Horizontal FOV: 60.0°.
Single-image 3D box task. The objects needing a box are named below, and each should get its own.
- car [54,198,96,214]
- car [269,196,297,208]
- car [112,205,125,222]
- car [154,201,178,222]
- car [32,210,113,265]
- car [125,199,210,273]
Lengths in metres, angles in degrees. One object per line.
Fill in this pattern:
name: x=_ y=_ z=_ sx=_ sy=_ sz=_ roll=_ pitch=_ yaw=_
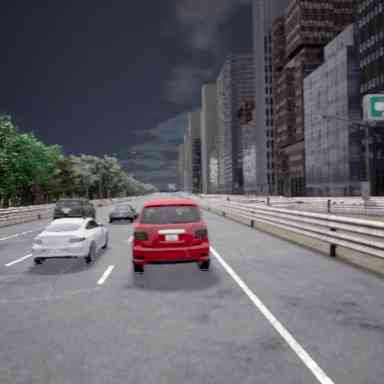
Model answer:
car: x=-9.067 y=1.512 z=26.075 sx=2.150 sy=2.045 sz=5.566 roll=-2 pitch=0 yaw=-5
car: x=12.554 y=1.379 z=46.695 sx=2.128 sy=1.511 sz=4.902 roll=-2 pitch=0 yaw=-23
car: x=-5.706 y=1.770 z=27.924 sx=1.994 sy=1.385 sz=4.181 roll=-2 pitch=0 yaw=-5
car: x=-2.300 y=1.596 z=29.095 sx=1.882 sy=1.535 sz=5.008 roll=-2 pitch=0 yaw=-5
car: x=-4.343 y=1.662 z=12.363 sx=1.812 sy=1.442 sz=4.674 roll=-2 pitch=0 yaw=-5
car: x=-0.741 y=1.260 z=11.071 sx=2.150 sy=2.045 sz=5.566 roll=-2 pitch=0 yaw=-5
